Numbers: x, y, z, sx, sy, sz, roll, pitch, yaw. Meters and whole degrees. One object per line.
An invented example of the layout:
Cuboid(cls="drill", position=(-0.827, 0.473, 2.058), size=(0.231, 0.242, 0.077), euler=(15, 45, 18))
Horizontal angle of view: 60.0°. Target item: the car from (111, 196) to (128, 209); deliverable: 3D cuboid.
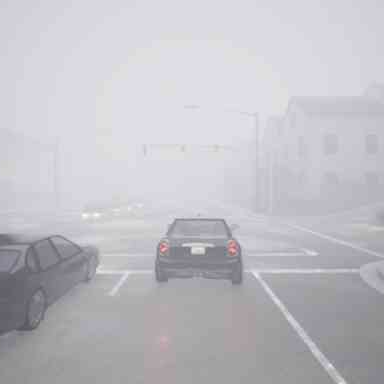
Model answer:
Cuboid(cls="car", position=(-10.654, 1.367, 45.958), size=(2.097, 1.767, 4.553), euler=(0, 0, 0))

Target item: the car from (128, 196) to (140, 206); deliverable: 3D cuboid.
Cuboid(cls="car", position=(-10.635, 1.510, 56.027), size=(2.128, 1.511, 4.902), euler=(0, 0, 0))

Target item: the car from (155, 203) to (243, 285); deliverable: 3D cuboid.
Cuboid(cls="car", position=(0.304, 1.355, 9.707), size=(2.097, 1.767, 4.553), euler=(0, 0, 4))

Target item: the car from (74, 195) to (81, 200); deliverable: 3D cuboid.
Cuboid(cls="car", position=(-31.798, 1.482, 87.888), size=(2.038, 1.542, 4.974), euler=(0, 0, -37))

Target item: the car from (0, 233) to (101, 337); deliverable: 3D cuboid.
Cuboid(cls="car", position=(-3.418, 1.550, 6.744), size=(2.033, 1.411, 5.357), euler=(0, 0, 0))

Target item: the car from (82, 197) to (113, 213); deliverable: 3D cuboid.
Cuboid(cls="car", position=(-10.649, 1.577, 37.303), size=(1.994, 1.385, 4.181), euler=(0, 0, 0))

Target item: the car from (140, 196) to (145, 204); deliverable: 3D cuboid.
Cuboid(cls="car", position=(-10.589, 1.514, 66.300), size=(2.128, 1.511, 4.902), euler=(0, 0, 0))

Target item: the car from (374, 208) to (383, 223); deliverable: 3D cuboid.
Cuboid(cls="car", position=(14.363, 0.961, 21.810), size=(4.674, 1.442, 1.812), euler=(-15, 0, -1))

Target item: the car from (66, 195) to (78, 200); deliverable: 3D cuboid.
Cuboid(cls="car", position=(-31.830, 1.325, 87.929), size=(1.853, 1.218, 4.536), euler=(0, 0, -37))

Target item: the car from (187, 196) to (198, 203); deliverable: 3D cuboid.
Cuboid(cls="car", position=(0.010, 1.547, 63.736), size=(1.812, 1.442, 4.674), euler=(0, 0, 0))
